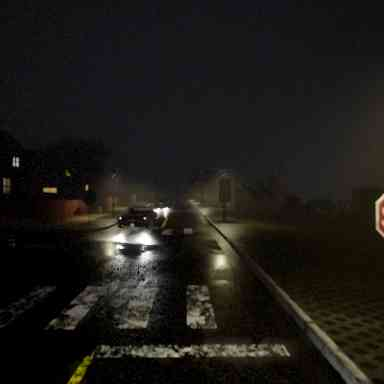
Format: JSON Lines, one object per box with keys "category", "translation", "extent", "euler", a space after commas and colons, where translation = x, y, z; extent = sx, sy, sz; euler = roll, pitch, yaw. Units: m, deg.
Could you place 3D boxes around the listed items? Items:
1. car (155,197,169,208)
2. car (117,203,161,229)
{"category": "car", "translation": [-4.223, 1.446, 47.478], "extent": [2.128, 1.511, 4.902], "euler": [0, 0, -2]}
{"category": "car", "translation": [-3.393, 1.594, 21.401], "extent": [1.895, 1.301, 4.718], "euler": [0, 0, 1]}
